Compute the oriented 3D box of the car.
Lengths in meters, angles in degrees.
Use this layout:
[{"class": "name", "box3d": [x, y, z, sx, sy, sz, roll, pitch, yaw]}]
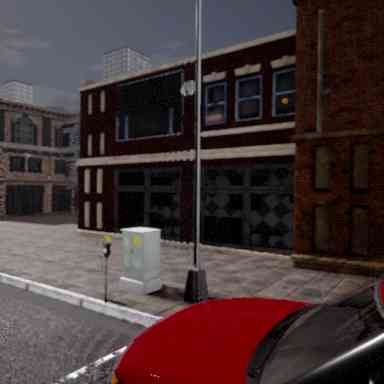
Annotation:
[{"class": "car", "box3d": [1.682, 1.312, 1.653, 5.009, 1.841, 2.192, 0, 1, 35]}]
